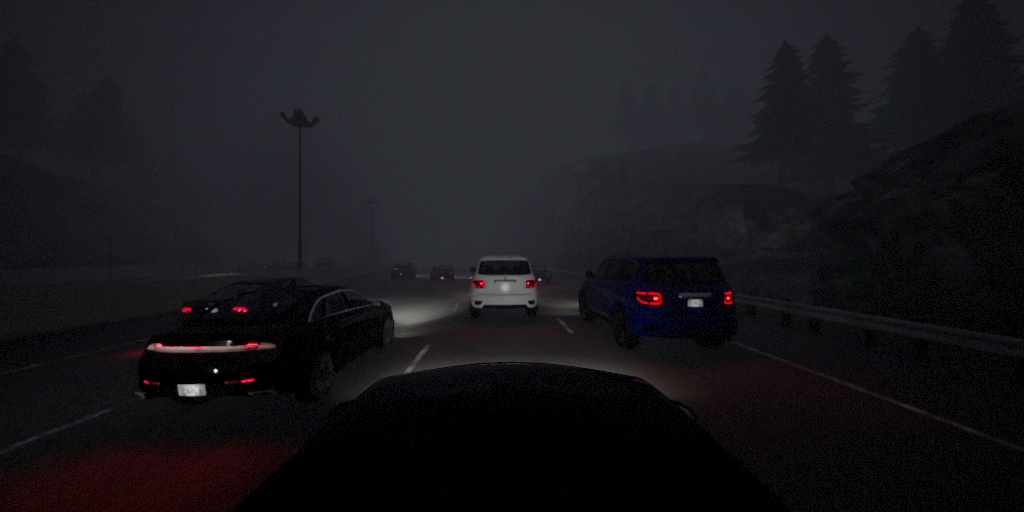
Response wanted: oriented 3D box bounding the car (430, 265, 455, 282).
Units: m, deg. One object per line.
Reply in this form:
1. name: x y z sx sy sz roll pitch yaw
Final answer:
1. car: -5.750 1.424 29.984 1.895 1.301 4.718 0 0 -9

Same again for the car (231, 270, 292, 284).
1. car: -7.226 1.334 10.979 2.033 1.411 5.357 0 0 -3

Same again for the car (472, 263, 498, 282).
1. car: -2.409 1.382 31.062 1.994 1.385 4.181 0 0 -9

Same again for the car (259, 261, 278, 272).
1. car: -31.407 1.425 47.940 1.837 1.490 4.892 0 0 -16

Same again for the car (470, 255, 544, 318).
1. car: -0.377 0.997 13.294 2.150 2.045 5.566 0 0 -4

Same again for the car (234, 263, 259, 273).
1. car: -34.956 1.530 47.698 1.895 1.301 4.718 0 0 -16

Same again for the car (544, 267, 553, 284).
1. car: 1.672 1.402 27.574 1.895 1.301 4.718 0 0 -8

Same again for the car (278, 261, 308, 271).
1. car: -26.947 1.382 44.859 1.882 1.535 5.008 0 0 -15

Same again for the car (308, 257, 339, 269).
1. car: -23.414 1.118 45.244 2.150 2.045 5.566 0 0 -15

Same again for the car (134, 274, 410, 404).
1. car: -3.577 1.260 6.352 2.128 1.511 4.902 0 0 -2

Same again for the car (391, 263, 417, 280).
1. car: -9.737 1.329 32.470 2.128 1.511 4.902 0 0 -10

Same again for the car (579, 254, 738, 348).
1. car: 3.336 0.981 9.413 2.150 2.045 5.566 0 0 -2
